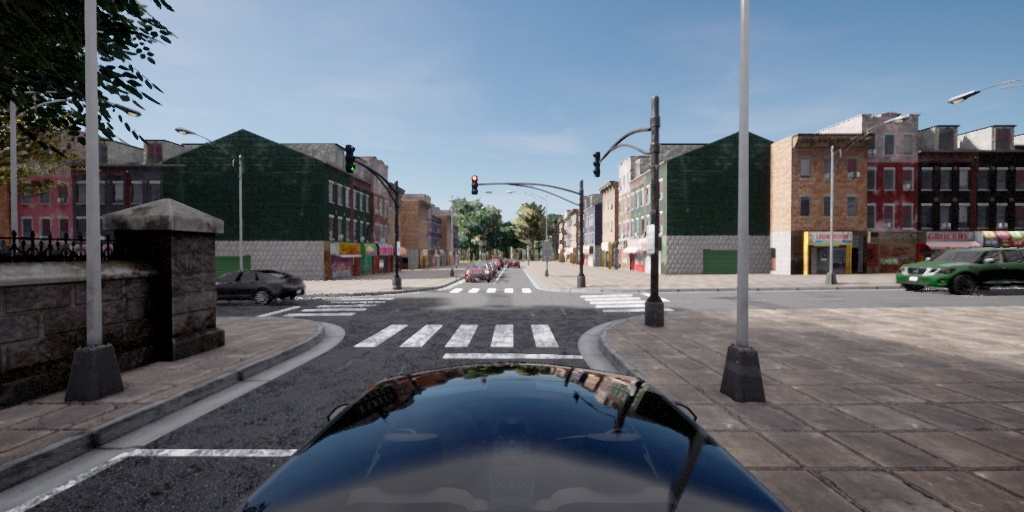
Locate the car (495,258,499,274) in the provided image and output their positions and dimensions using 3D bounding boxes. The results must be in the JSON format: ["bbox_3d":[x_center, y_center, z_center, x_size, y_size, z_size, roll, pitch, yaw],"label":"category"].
[{"bbox_3d":[-2.521,1.197,33.552,1.967,1.591,4.097,0,0,0],"label":"car"}]

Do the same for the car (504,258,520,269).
[{"bbox_3d":[0.273,1.140,59.349,2.097,1.767,4.553,0,0,1],"label":"car"}]

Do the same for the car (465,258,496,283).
[{"bbox_3d":[-2.541,1.193,28.117,1.967,1.591,4.097,0,0,0],"label":"car"}]

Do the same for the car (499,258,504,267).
[{"bbox_3d":[-2.458,1.319,49.855,1.888,1.381,4.507,0,0,0],"label":"car"}]

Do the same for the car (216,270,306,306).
[{"bbox_3d":[-12.018,1.399,16.266,4.892,1.490,1.837,-1,0,3],"label":"car"}]

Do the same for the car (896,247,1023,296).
[{"bbox_3d":[21.027,0.644,16.292,5.566,2.045,2.150,-1,1,0],"label":"car"}]

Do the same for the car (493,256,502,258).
[{"bbox_3d":[-2.802,1.247,60.927,1.801,1.575,5.366,0,0,0],"label":"car"}]

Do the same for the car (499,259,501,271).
[{"bbox_3d":[-2.500,1.328,38.986,1.948,1.339,4.313,0,0,0],"label":"car"}]
